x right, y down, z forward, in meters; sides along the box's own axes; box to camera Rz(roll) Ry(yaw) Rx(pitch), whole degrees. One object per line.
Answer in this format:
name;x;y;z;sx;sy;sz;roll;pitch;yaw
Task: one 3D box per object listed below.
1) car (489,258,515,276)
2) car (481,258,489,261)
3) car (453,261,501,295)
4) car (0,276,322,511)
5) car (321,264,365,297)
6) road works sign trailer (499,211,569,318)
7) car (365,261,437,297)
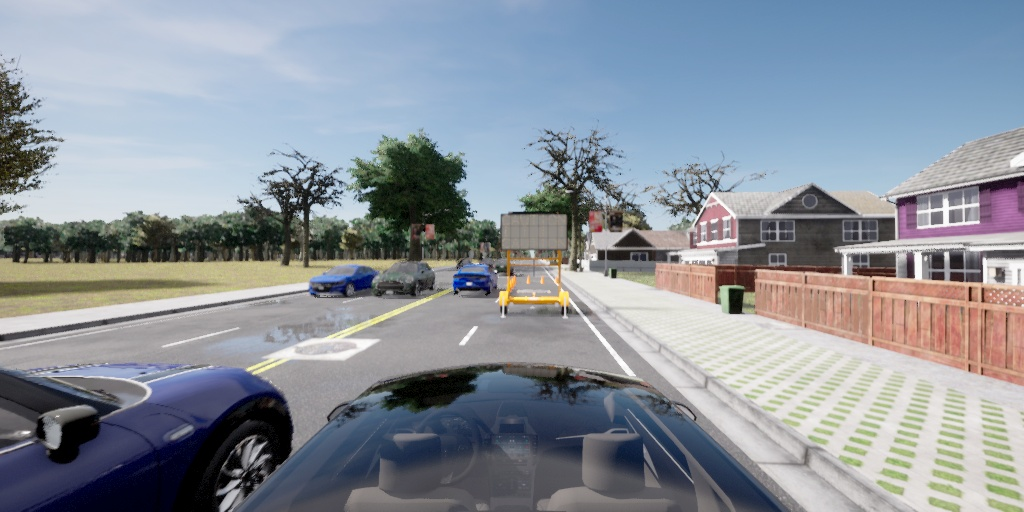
car;-0.853;1.099;37.735;2.097;1.767;4.553;0;0;3
car;-3.539;1.113;50.361;2.097;1.767;4.553;0;0;4
car;-1.936;1.218;19.965;1.882;1.535;5.008;0;0;3
car;-3.070;1.102;1.309;2.097;1.767;4.553;0;0;4
car;-8.700;1.217;19.123;1.882;1.535;5.008;0;0;3
road works sign trailer;0.794;0.207;12.940;2.380;3.560;2.880;0;0;3
car;-5.471;1.092;18.678;2.097;1.767;4.553;0;0;3
